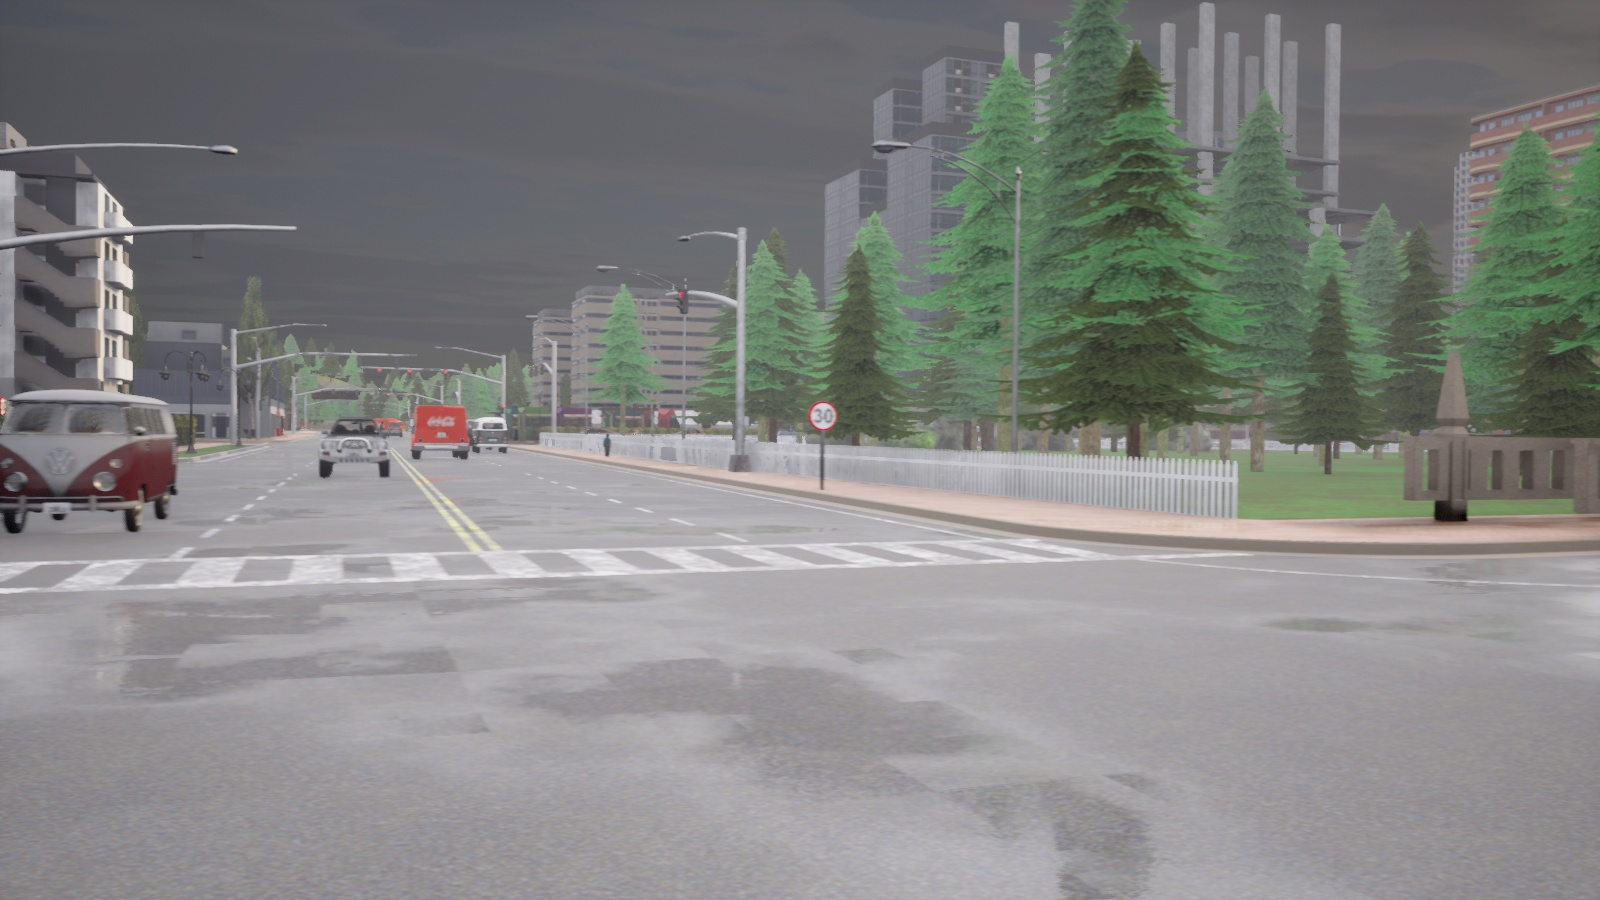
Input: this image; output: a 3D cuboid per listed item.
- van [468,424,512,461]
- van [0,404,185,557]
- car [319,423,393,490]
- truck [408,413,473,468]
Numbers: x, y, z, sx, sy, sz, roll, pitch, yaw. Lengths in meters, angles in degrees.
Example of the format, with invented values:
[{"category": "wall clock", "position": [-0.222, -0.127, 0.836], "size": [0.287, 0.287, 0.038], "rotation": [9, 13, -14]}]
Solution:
[{"category": "van", "position": [-17.940, -0.466, 72.608], "size": [2.069, 2.038, 4.480], "rotation": [-1, 1, -19]}, {"category": "van", "position": [-10.440, 0.360, 18.659], "size": [1.775, 1.987, 4.442], "rotation": [-1, 1, -19]}, {"category": "car", "position": [-13.181, 0.150, 37.345], "size": [1.932, 1.855, 4.605], "rotation": [-1, 1, -19]}, {"category": "truck", "position": [-17.000, -0.467, 59.140], "size": [2.627, 2.467, 5.204], "rotation": [-1, 1, -19]}]
